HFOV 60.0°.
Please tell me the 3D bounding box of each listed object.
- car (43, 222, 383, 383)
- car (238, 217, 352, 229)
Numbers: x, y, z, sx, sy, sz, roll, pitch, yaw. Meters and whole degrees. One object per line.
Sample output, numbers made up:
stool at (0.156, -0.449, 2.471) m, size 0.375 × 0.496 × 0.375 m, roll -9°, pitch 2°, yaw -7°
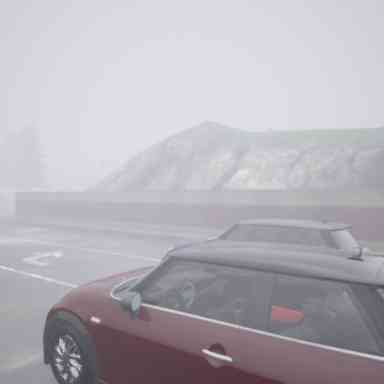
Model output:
car at (0.333, 1.360, 3.753) m, size 4.553 × 1.767 × 2.097 m, roll 0°, pitch 0°, yaw 35°
car at (1.445, 1.366, 7.261) m, size 4.553 × 1.767 × 2.097 m, roll 0°, pitch 0°, yaw 35°
